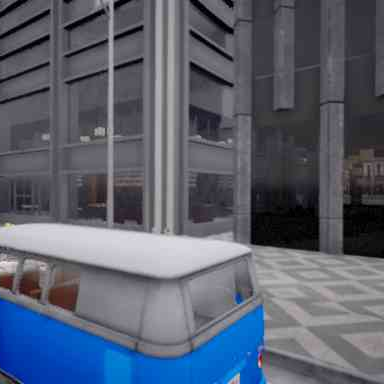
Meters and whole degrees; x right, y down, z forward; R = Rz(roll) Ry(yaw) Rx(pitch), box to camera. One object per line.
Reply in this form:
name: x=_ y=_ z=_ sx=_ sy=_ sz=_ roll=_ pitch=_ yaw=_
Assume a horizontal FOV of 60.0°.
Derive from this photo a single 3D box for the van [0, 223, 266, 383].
van: x=-1.181 y=1.331 z=3.798 sx=3.998 sy=1.788 sz=1.690 roll=0 pitch=0 yaw=35
